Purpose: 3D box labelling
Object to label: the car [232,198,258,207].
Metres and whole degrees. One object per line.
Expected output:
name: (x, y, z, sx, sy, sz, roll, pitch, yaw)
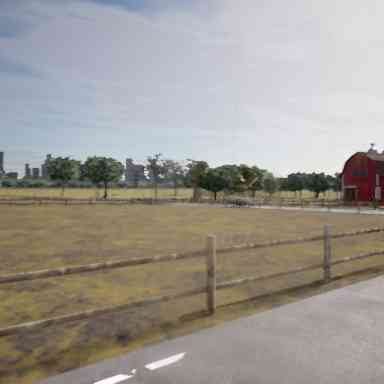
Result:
car: (8.808, 1.740, 55.443, 1.837, 1.490, 4.892, -1, 0, -35)
